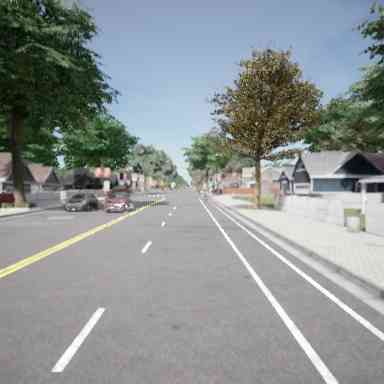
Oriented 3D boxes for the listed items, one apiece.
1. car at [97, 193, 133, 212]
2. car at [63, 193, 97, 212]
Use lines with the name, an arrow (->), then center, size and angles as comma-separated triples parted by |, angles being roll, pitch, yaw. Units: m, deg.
car -> -6.750, 0.859, 30.303 | 2.097, 1.767, 4.553 | 0, 1, 0
car -> -10.000, 0.859, 30.286 | 2.097, 1.767, 4.553 | 0, 1, 0
